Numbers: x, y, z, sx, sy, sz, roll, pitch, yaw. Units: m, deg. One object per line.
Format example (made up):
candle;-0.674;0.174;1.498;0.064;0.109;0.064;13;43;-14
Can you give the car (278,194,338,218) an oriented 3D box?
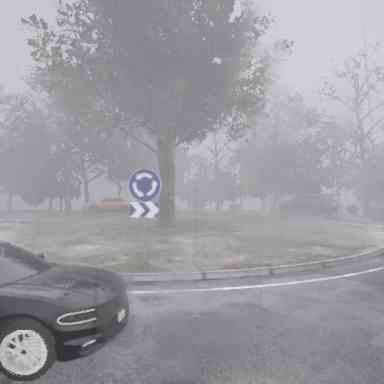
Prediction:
car;10.719;1.220;30.947;2.150;2.045;5.566;1;-1;-35

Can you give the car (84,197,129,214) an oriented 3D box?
car;-9.115;1.351;35.399;4.553;1.767;2.097;0;0;-22

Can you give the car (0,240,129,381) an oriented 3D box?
car;-3.473;1.478;5.048;5.008;1.535;1.882;0;0;8
